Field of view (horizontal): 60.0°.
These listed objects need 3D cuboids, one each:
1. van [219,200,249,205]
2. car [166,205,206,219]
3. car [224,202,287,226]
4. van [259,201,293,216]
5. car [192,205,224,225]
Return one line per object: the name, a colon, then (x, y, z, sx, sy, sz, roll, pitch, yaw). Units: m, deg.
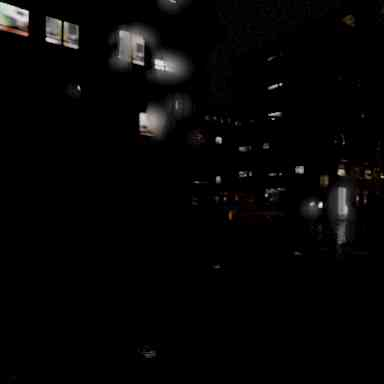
van: (4.796, 1.849, 37.811, 1.690, 1.788, 3.998, -1, 0, -36)
car: (-0.764, 2.111, 35.618, 1.895, 1.301, 4.718, 0, -1, -36)
car: (5.247, 1.856, 27.442, 1.882, 1.535, 5.008, 0, -1, -37)
van: (8.115, 1.776, 33.298, 1.690, 1.788, 3.998, -1, 0, -36)
car: (1.378, 1.992, 28.375, 1.802, 1.307, 4.206, -1, 0, -36)
